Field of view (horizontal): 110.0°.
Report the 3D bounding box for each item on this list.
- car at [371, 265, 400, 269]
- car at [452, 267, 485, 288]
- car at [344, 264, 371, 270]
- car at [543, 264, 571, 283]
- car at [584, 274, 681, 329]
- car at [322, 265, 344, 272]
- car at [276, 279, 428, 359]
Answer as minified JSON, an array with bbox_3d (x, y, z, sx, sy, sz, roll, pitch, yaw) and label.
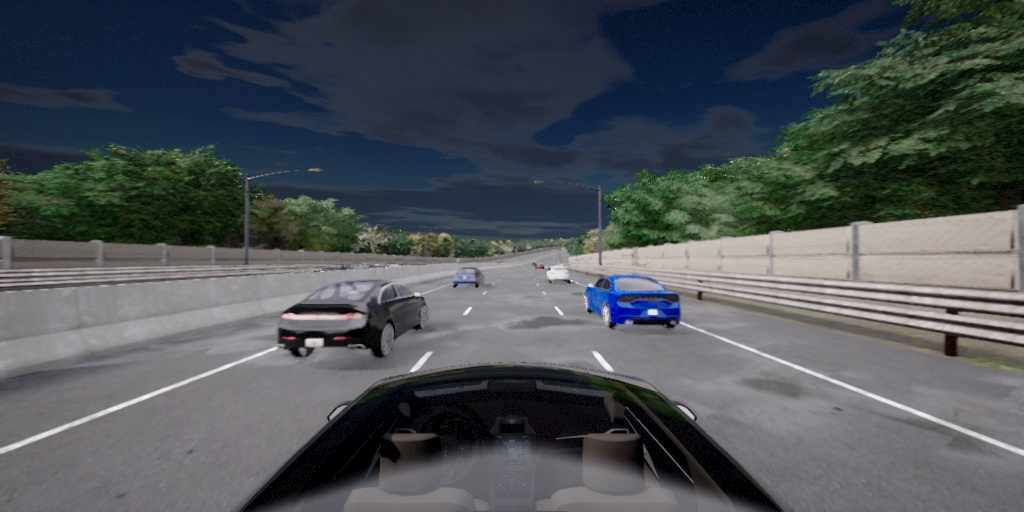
[{"bbox_3d":[-13.475,1.732,40.016,1.895,1.301,4.718,0,-1,2],"label":"car"},{"bbox_3d":[-3.140,1.540,26.650,2.033,1.411,5.357,0,-1,1],"label":"car"},{"bbox_3d":[-16.917,1.692,41.760,2.033,1.411,5.357,0,-1,2],"label":"car"},{"bbox_3d":[3.975,1.587,31.336,1.812,1.442,4.674,0,-1,1],"label":"car"},{"bbox_3d":[3.648,1.326,11.711,1.882,1.535,5.008,0,-1,0],"label":"car"},{"bbox_3d":[-20.400,1.704,41.998,1.994,1.385,4.181,0,-1,2],"label":"car"},{"bbox_3d":[-3.373,1.300,8.572,2.128,1.511,4.902,0,-1,0],"label":"car"}]
